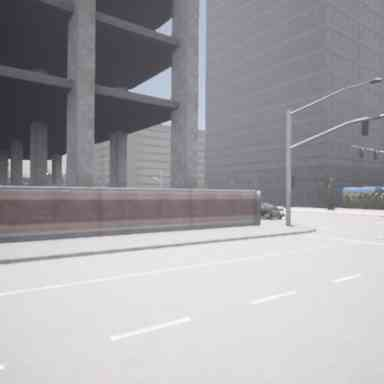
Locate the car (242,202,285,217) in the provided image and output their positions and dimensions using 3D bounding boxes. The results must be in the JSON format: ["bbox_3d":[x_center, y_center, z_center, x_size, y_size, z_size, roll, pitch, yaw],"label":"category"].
[{"bbox_3d":[7.619,1.858,35.735,1.994,1.385,4.181,1,0,-36],"label":"car"}]

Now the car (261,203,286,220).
[{"bbox_3d":[6.543,1.748,31.265,2.128,1.511,4.902,1,0,-36],"label":"car"}]
